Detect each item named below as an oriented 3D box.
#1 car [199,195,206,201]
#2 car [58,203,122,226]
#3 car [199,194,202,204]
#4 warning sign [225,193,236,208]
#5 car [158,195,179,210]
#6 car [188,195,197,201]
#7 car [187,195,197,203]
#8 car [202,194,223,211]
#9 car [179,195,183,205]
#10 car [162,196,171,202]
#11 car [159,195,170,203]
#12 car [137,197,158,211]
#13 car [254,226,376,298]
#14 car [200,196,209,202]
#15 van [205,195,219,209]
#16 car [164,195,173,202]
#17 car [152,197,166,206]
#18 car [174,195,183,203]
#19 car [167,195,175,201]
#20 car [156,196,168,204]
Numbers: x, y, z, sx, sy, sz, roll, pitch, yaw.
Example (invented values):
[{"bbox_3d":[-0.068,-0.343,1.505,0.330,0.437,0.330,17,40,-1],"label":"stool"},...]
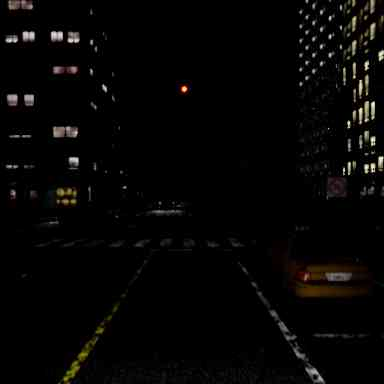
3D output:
[{"bbox_3d":[2.760,1.568,90.559,1.752,1.417,4.829,0,0,0],"label":"car"},{"bbox_3d":[-7.378,1.562,23.847,5.008,1.535,1.882,-1,-1,27],"label":"car"},{"bbox_3d":[2.736,1.322,62.755,2.192,1.841,5.009,0,0,0],"label":"car"},{"bbox_3d":[5.108,1.108,43.904,1.300,1.860,1.060,0,0,0],"label":"warning sign"},{"bbox_3d":[-3.064,1.344,41.842,2.097,1.767,4.553,0,0,0],"label":"car"},{"bbox_3d":[0.065,1.480,79.845,2.033,1.411,5.357,0,0,0],"label":"car"},{"bbox_3d":[0.056,1.492,69.427,1.882,1.535,5.008,0,0,0],"label":"car"},{"bbox_3d":[2.719,1.306,40.649,2.192,1.841,5.009,0,0,0],"label":"car"},{"bbox_3d":[-3.037,1.549,57.087,2.033,1.411,5.357,0,0,0],"label":"car"},{"bbox_3d":[-5.634,1.602,73.816,1.802,1.307,4.206,0,0,0],"label":"car"},{"bbox_3d":[-5.639,1.454,68.289,1.967,1.590,4.097,0,0,0],"label":"car"},{"bbox_3d":[-5.660,1.542,40.656,2.008,1.369,4.403,0,0,0],"label":"car"},{"bbox_3d":[2.694,1.520,8.406,1.752,1.417,4.829,0,0,0],"label":"car"},{"bbox_3d":[2.746,1.564,73.809,1.887,1.381,4.507,0,0,0],"label":"car"},{"bbox_3d":[2.723,1.335,46.175,1.690,1.788,3.998,0,0,0],"label":"van"},{"bbox_3d":[-5.630,1.467,79.342,1.967,1.590,4.097,0,0,0],"label":"car"},{"bbox_3d":[-5.647,1.552,57.235,2.008,1.369,4.403,0,0,0],"label":"car"},{"bbox_3d":[-2.941,1.475,72.464,1.882,1.535,5.008,0,0,0],"label":"car"},{"bbox_3d":[-5.621,1.567,90.226,1.752,1.417,4.829,0,0,0],"label":"car"},{"bbox_3d":[-5.643,1.552,62.761,1.887,1.381,4.507,0,0,0],"label":"car"}]
